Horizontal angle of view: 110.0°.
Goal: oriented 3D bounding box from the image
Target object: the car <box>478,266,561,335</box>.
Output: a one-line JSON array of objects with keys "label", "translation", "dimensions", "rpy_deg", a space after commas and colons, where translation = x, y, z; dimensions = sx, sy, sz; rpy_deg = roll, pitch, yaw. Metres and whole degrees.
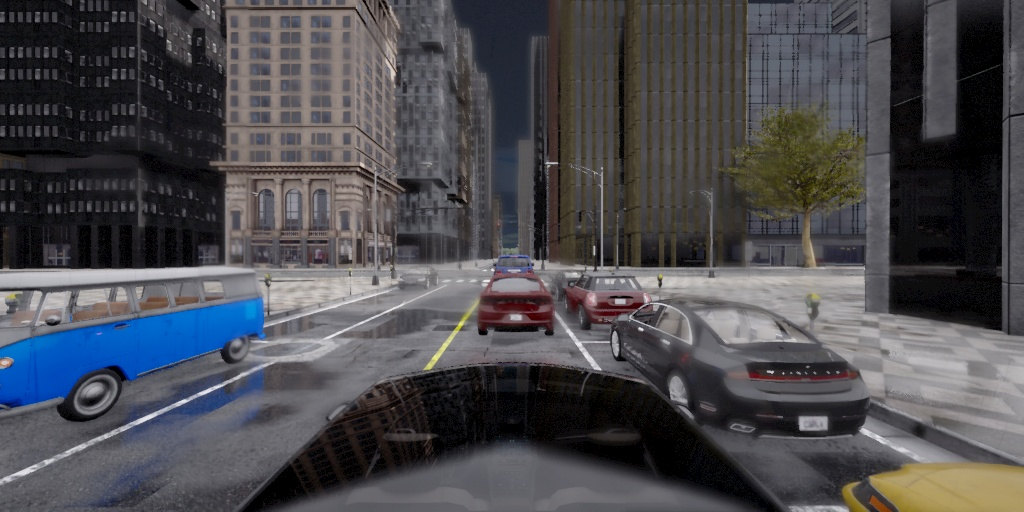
[{"label": "car", "translation": [0.106, 1.226, 10.494], "dimensions": [1.882, 1.535, 5.008], "rpy_deg": [0, 0, 0]}]

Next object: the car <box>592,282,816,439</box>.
[{"label": "car", "translation": [2.769, 1.300, 5.467], "dimensions": [2.007, 1.370, 4.403], "rpy_deg": [0, 0, 0]}]

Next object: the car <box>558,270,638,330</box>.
[{"label": "car", "translation": [2.777, 1.188, 11.108], "dimensions": [1.967, 1.591, 4.097], "rpy_deg": [0, 0, 0]}]

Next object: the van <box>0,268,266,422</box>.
[{"label": "van", "translation": [-5.756, 1.090, 5.478], "dimensions": [1.690, 1.789, 3.998], "rpy_deg": [0, 0, 0]}]

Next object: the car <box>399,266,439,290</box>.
[{"label": "car", "translation": [-5.732, 1.296, 22.401], "dimensions": [2.007, 1.370, 4.403], "rpy_deg": [0, 0, 0]}]

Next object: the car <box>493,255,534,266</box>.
[{"label": "car", "translation": [0.103, 0.967, 20.378], "dimensions": [2.150, 2.045, 5.566], "rpy_deg": [0, 0, 0]}]
